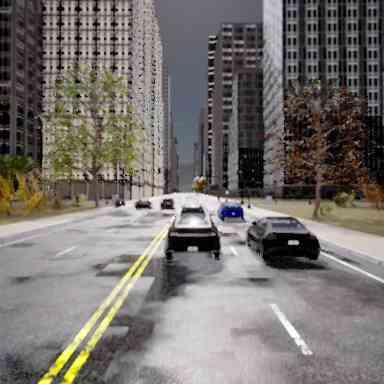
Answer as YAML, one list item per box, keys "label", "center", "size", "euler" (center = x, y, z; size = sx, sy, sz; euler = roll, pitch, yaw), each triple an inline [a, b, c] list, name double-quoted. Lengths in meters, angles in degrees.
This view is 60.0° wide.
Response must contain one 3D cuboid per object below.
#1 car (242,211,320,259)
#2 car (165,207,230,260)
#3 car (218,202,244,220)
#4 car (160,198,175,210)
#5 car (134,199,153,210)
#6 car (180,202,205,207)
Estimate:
- label: "car"
  center: [3.303, 1.608, 12.748]
  size: [1.994, 1.385, 4.181]
  euler: [0, 0, 1]
- label: "car"
  center: [0.051, 1.535, 12.593]
  size: [2.128, 1.511, 4.902]
  euler: [0, 0, 1]
- label: "car"
  center: [3.313, 1.567, 28.793]
  size: [1.882, 1.535, 5.008]
  euler: [0, 0, 0]
- label: "car"
  center: [-3.281, 1.637, 45.415]
  size: [1.837, 1.490, 4.892]
  euler: [0, -1, 1]
- label: "car"
  center: [-6.533, 1.695, 45.258]
  size: [1.994, 1.385, 4.181]
  euler: [0, 0, 0]
- label: "car"
  center: [0.056, 1.579, 27.595]
  size: [2.128, 1.511, 4.902]
  euler: [0, 0, 1]
